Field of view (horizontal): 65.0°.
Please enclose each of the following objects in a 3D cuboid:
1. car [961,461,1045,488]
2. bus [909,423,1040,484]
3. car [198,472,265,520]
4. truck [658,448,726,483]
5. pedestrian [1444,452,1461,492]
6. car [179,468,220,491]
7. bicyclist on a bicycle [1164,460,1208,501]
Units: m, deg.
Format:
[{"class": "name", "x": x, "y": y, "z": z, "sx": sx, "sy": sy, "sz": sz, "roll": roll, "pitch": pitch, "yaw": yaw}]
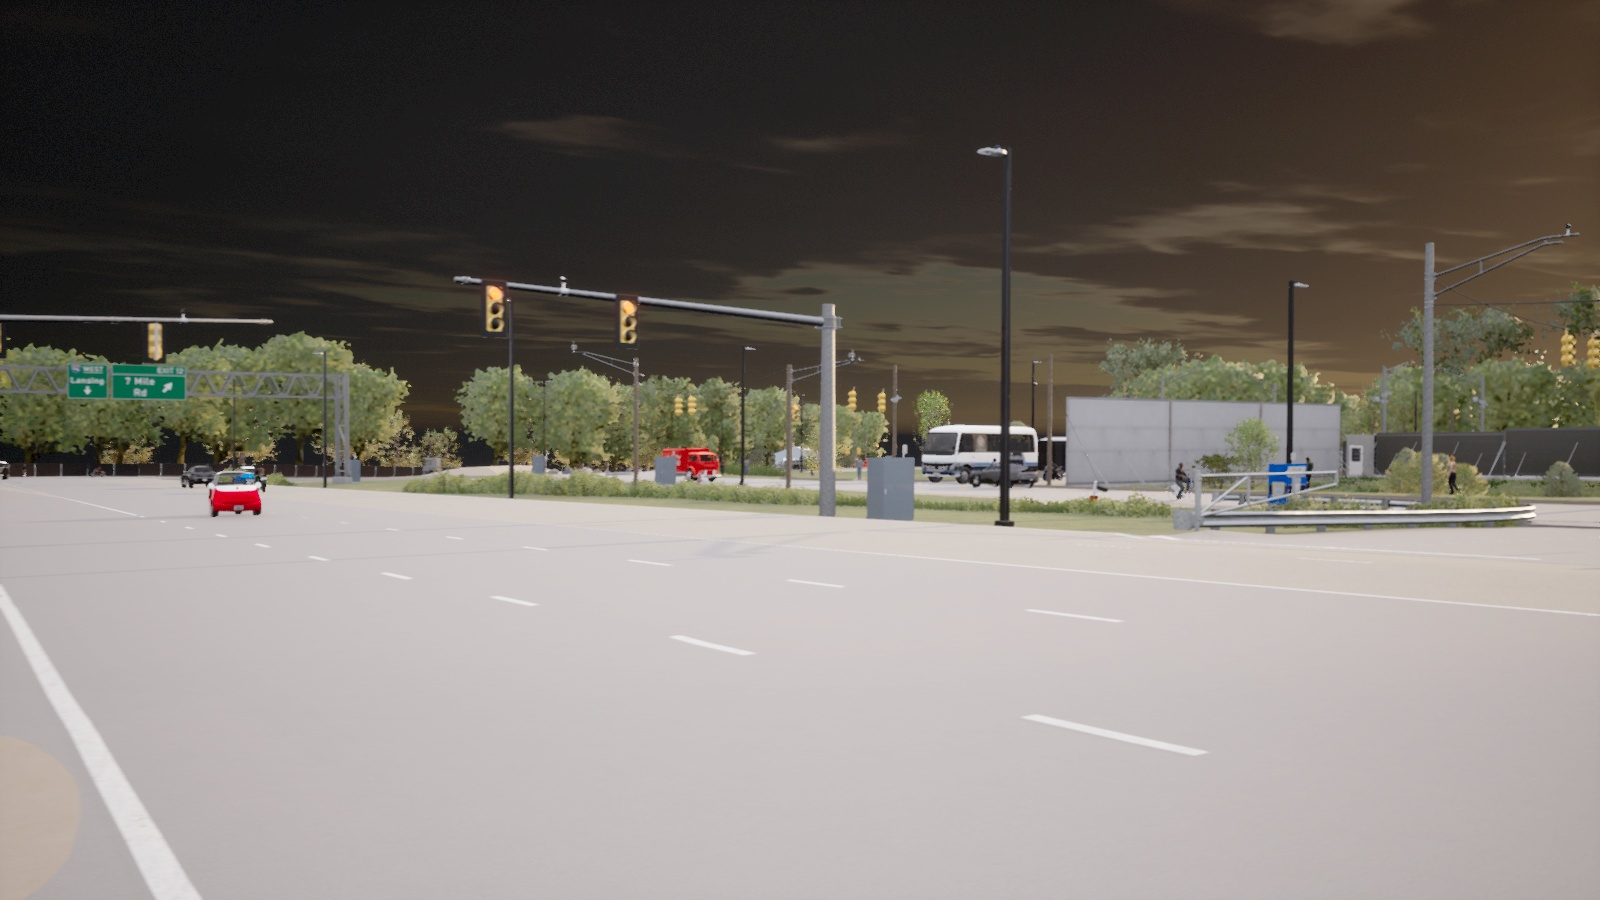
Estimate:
[{"class": "car", "x": 12.118, "y": 1.433, "z": 75.202, "sx": 2.128, "sy": 1.511, "sz": 4.902, "roll": -1, "pitch": 0, "yaw": -34}, {"class": "bus", "x": 12.994, "y": 0.247, "z": 92.847, "sx": 10.273, "sy": 4.253, "sz": 3.944, "roll": 0, "pitch": 1, "yaw": -42}, {"class": "car", "x": -17.357, "y": 1.391, "z": 38.290, "sx": 1.481, "sy": 1.376, "sz": 2.207, "roll": -1, "pitch": -1, "yaw": -35}, {"class": "truck", "x": -7.967, "y": 1.117, "z": 92.152, "sx": 2.627, "sy": 2.467, "sz": 5.204, "roll": -1, "pitch": 0, "yaw": -35}, {"class": "pedestrian", "x": 30.531, "y": 1.032, "z": 58.770, "sx": 0.345, "sy": 1.836, "sz": 0.594, "roll": -1, "pitch": 1, "yaw": -34}, {"class": "car", "x": -39.818, "y": 1.926, "z": 83.195, "sx": 1.816, "sy": 1.474, "sz": 4.193, "roll": -1, "pitch": 0, "yaw": -35}, {"class": "bicyclist on a bicycle", "x": 17.050, "y": 1.342, "z": 55.525, "sx": 0.659, "sy": 1.776, "sz": 1.843, "roll": -1, "pitch": 0, "yaw": -34}]
